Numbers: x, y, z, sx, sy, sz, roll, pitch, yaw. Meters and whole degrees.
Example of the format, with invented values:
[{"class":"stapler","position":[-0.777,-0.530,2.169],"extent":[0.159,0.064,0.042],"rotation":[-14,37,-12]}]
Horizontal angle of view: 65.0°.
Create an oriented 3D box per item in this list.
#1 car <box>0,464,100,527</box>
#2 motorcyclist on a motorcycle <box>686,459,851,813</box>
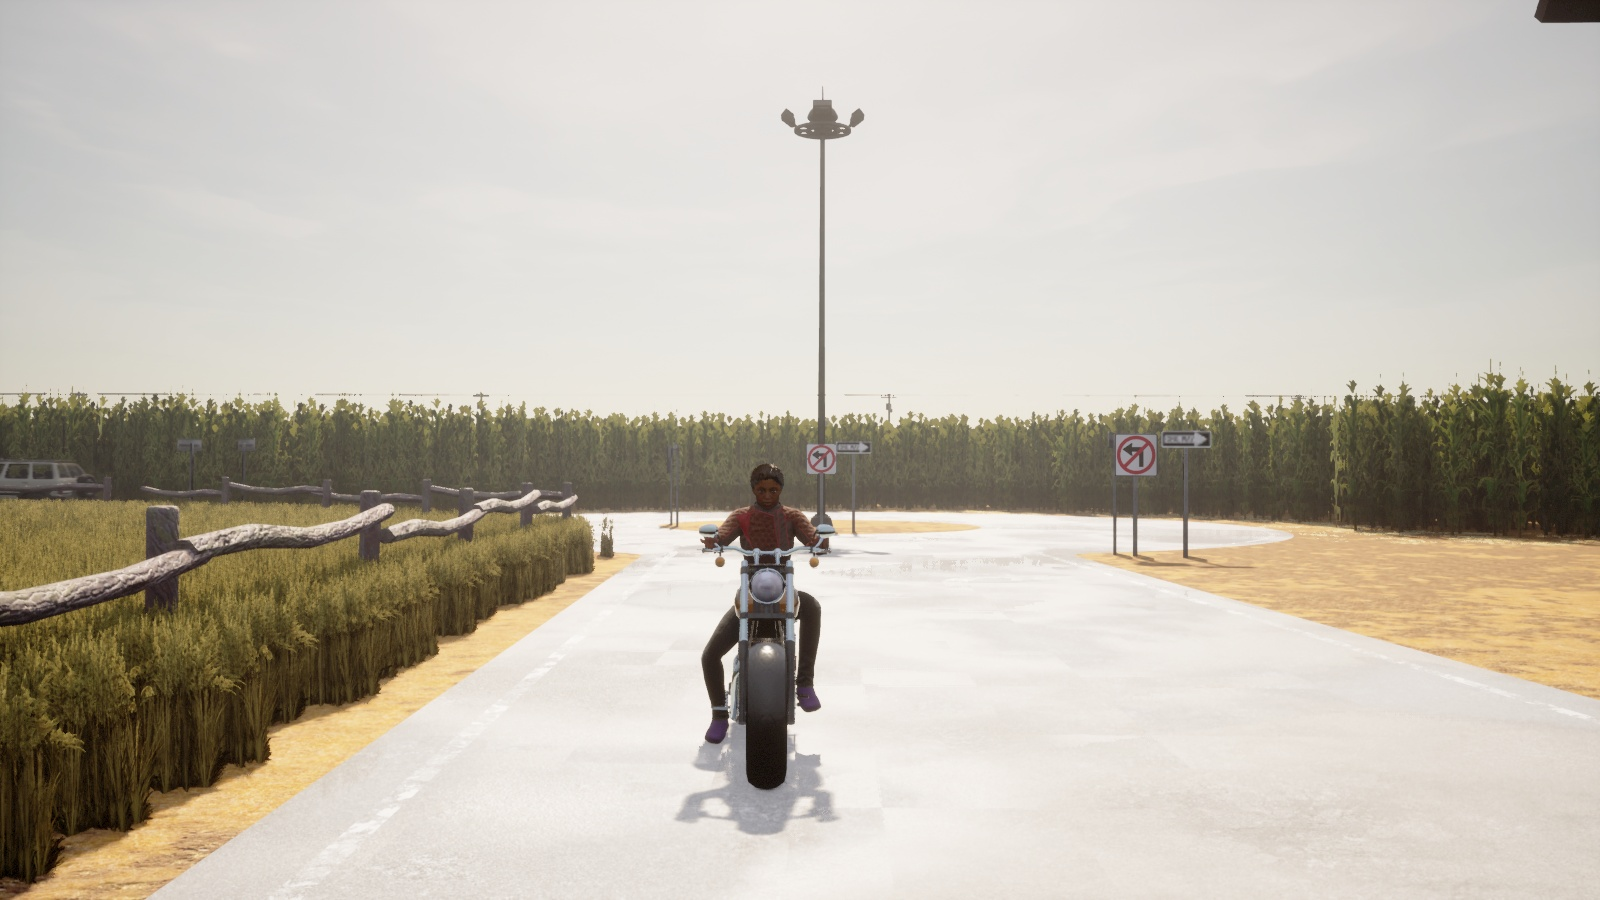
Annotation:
[{"class":"car","position":[-23.894,1.344,37.806],"extent":[4.605,1.855,1.932],"rotation":[0,-1,2]},{"class":"motorcyclist on a motorcycle","position":[-0.180,0.884,7.063],"extent":[0.766,1.649,2.350],"rotation":[0,-1,-2]}]
